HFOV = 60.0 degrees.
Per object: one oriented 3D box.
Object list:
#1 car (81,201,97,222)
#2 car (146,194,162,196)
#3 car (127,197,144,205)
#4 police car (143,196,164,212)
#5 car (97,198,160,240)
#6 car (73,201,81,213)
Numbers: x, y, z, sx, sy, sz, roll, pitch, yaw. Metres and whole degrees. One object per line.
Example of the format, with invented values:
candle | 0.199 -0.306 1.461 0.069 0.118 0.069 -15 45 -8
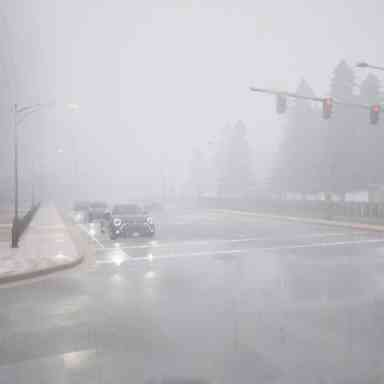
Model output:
car | -7.604 1.555 27.016 1.837 1.490 4.892 0 0 -24
car | -5.972 1.256 49.997 2.150 2.045 5.566 0 0 -23
car | -10.245 1.637 59.733 1.895 1.301 4.718 0 0 -23
police car | -5.039 1.549 38.942 2.038 1.542 4.974 0 0 -23
car | -3.502 1.401 17.558 2.097 1.767 4.553 0 0 -23
car | -12.685 1.652 38.751 1.895 1.301 4.718 0 0 -23
